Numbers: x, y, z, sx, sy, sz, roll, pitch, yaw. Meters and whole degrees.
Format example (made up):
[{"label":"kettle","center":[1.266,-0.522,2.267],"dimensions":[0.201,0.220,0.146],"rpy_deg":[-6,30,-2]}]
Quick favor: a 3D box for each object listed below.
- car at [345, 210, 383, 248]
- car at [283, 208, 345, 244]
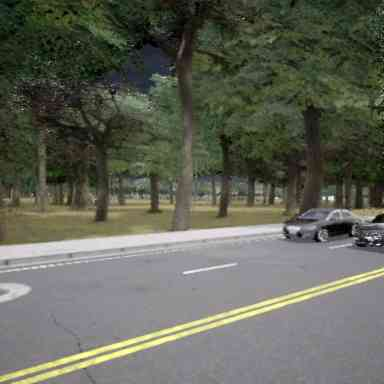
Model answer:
[{"label":"car","center":[8.776,1.567,14.089],"dimensions":[4.892,1.490,1.837],"rpy_deg":[0,0,-36]},{"label":"car","center":[6.536,1.568,16.478],"dimensions":[4.902,1.511,2.128],"rpy_deg":[0,0,-36]}]
